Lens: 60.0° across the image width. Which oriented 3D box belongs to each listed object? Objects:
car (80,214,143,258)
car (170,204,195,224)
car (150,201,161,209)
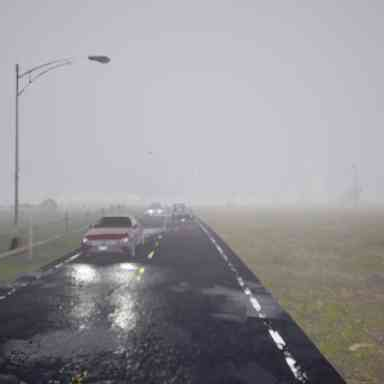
[{"bbox_3d":[-3.093,1.670,13.606,1.812,1.442,4.674,0,-1,-2],"label":"car"},{"bbox_3d":[-0.779,1.903,27.980,1.895,1.301,4.718,0,-1,-3],"label":"car"},{"bbox_3d":[-6.068,2.240,55.738,1.895,1.301,4.718,0,-1,-6],"label":"car"}]
